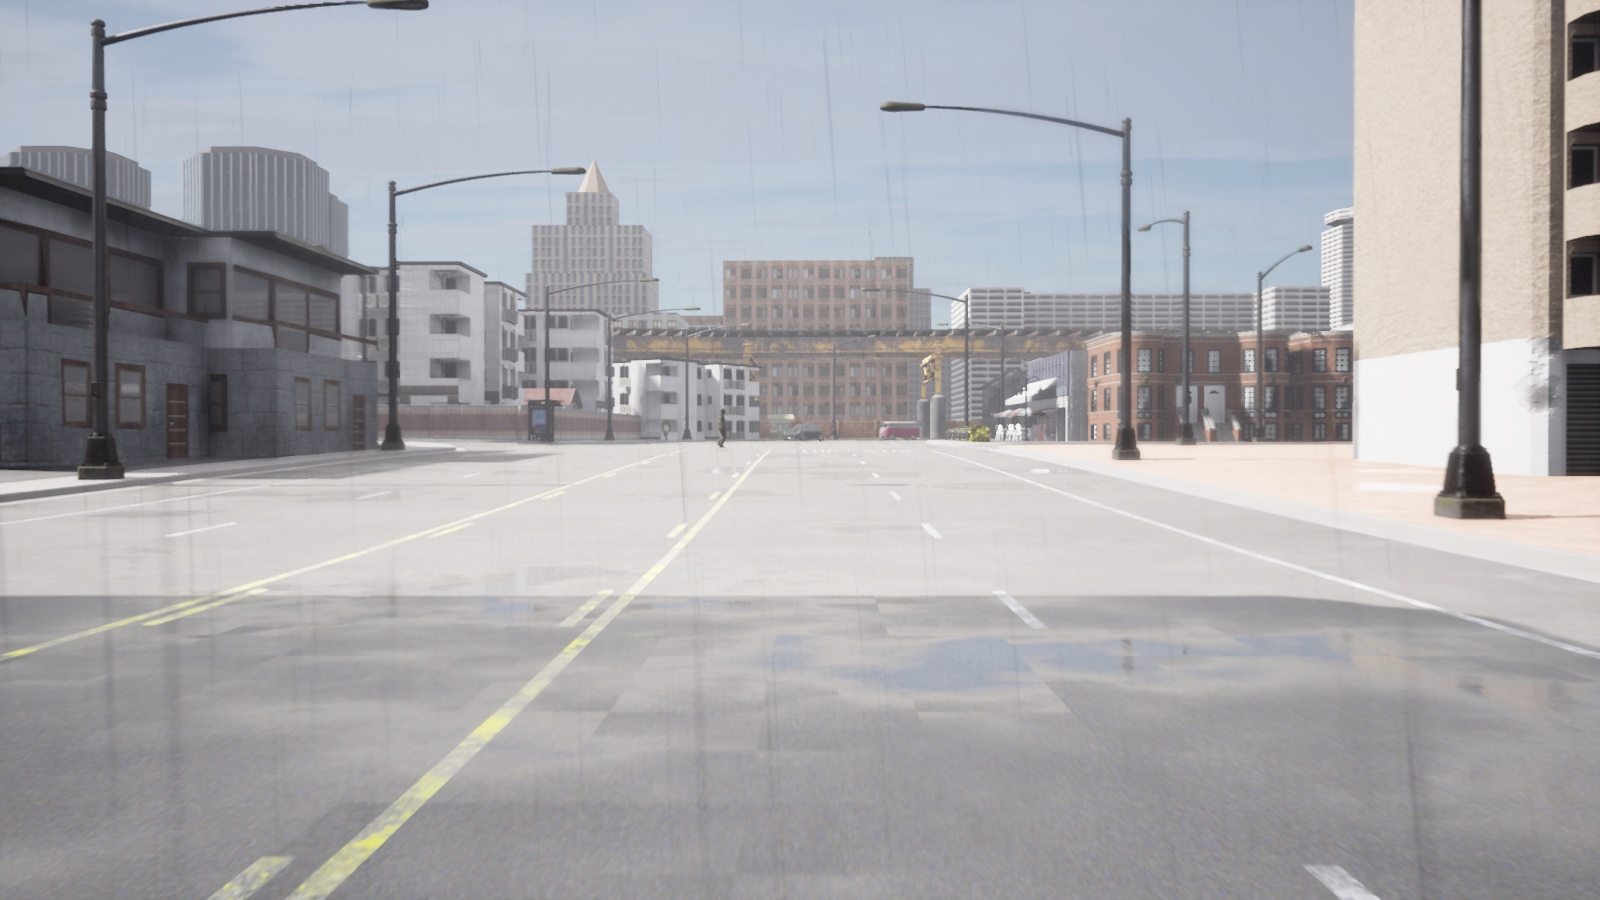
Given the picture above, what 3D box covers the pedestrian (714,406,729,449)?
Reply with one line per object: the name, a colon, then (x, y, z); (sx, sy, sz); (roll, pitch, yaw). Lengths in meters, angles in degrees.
pedestrian: (-3.521, -1.003, 56.392); (0.692, 1.930, 0.395); (0, 1, -3)
